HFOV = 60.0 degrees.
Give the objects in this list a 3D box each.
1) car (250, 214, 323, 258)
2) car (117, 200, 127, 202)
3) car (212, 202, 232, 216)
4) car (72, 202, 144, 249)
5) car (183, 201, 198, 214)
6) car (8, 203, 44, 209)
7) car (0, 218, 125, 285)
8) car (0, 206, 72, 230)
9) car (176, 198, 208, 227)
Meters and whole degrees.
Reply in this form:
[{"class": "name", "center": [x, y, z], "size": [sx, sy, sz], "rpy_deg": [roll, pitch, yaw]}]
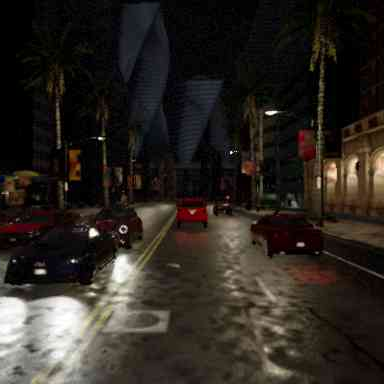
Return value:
[{"class": "car", "center": [3.624, 1.624, 13.552], "size": [1.882, 1.535, 5.008], "rpy_deg": [0, -1, 0]}, {"class": "car", "center": [-10.418, 2.009, 49.184], "size": [2.231, 1.521, 4.892], "rpy_deg": [0, -1, -1]}, {"class": "car", "center": [3.391, 1.894, 37.563], "size": [2.128, 1.511, 4.902], "rpy_deg": [0, -1, -1]}, {"class": "car", "center": [-3.539, 1.517, 15.295], "size": [2.097, 1.767, 4.553], "rpy_deg": [0, -1, 0]}, {"class": "car", "center": [-0.167, 1.958, 42.273], "size": [1.837, 1.490, 4.892], "rpy_deg": [0, -1, 0]}, {"class": "car", "center": [-10.116, 1.569, 19.814], "size": [2.185, 1.767, 4.553], "rpy_deg": [0, -1, -1]}, {"class": "car", "center": [-3.479, 1.669, 9.646], "size": [1.994, 1.385, 4.181], "rpy_deg": [0, -1, 0]}, {"class": "car", "center": [-7.037, 1.647, 15.599], "size": [1.882, 1.535, 5.008], "rpy_deg": [0, -1, 0]}, {"class": "car", "center": [-0.011, 1.491, 24.986], "size": [2.150, 2.045, 5.566], "rpy_deg": [0, -1, -1]}]
